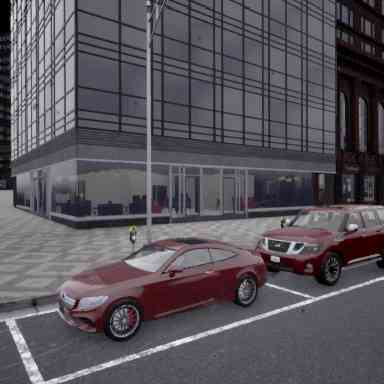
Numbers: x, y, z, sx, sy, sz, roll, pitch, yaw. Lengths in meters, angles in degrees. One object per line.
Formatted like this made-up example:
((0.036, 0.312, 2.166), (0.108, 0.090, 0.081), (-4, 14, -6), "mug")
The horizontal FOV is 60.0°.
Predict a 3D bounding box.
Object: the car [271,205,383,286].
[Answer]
((4.074, 1.315, 9.578), (5.009, 1.841, 2.192), (0, 0, -36), "car")

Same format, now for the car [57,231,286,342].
((-0.338, 1.582, 6.419), (4.206, 1.307, 1.802), (0, 0, -36), "car")
